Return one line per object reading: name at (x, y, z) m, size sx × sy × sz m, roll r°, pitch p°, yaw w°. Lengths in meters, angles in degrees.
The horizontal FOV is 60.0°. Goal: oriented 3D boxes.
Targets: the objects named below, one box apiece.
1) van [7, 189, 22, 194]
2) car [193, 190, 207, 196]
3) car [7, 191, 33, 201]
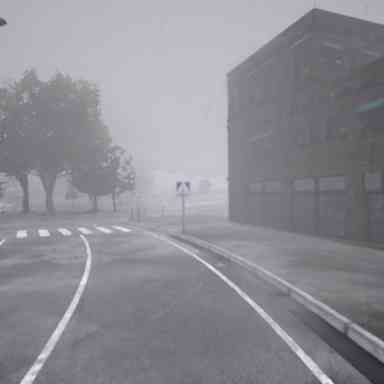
van at (-43.204, 0.898, 83.529) m, size 1.878 × 1.987 × 4.442 m, roll 4°, pitch 2°, yaw 31°
car at (1.086, 0.446, 95.480) m, size 4.792 × 1.488 × 2.163 m, roll -3°, pitch 2°, yaw 11°
car at (-41.379, 1.314, 81.120) m, size 2.097 × 1.535 × 5.008 m, roll 4°, pitch 2°, yaw 31°
